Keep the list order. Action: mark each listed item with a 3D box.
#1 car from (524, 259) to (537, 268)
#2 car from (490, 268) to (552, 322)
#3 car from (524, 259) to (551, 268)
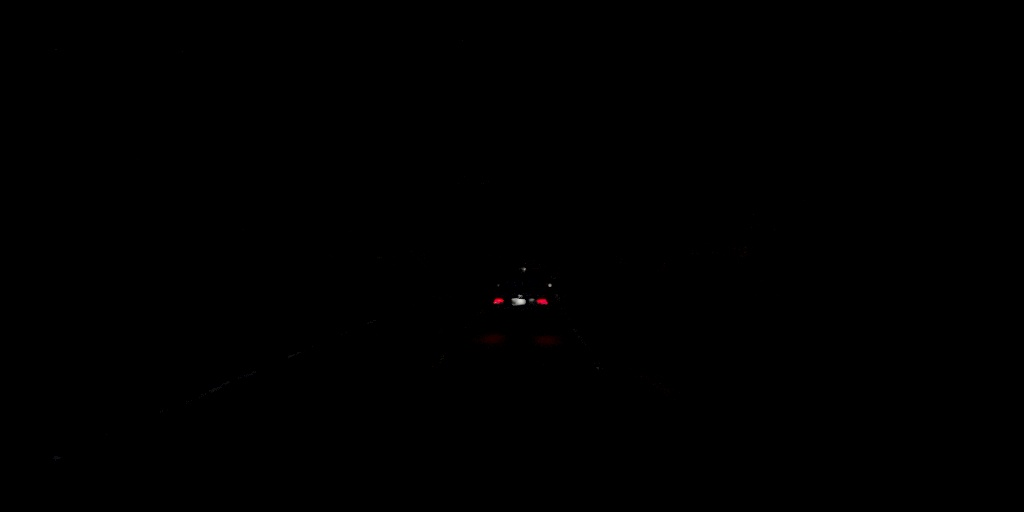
[{"bbox_3d":[3.189,1.299,61.591,1.812,1.442,4.674,0,0,8],"label":"car"},{"bbox_3d":[0.393,1.301,12.323,2.033,1.411,5.357,0,0,4],"label":"car"},{"bbox_3d":[2.211,1.237,30.447,1.882,1.535,5.008,0,0,8],"label":"car"}]
